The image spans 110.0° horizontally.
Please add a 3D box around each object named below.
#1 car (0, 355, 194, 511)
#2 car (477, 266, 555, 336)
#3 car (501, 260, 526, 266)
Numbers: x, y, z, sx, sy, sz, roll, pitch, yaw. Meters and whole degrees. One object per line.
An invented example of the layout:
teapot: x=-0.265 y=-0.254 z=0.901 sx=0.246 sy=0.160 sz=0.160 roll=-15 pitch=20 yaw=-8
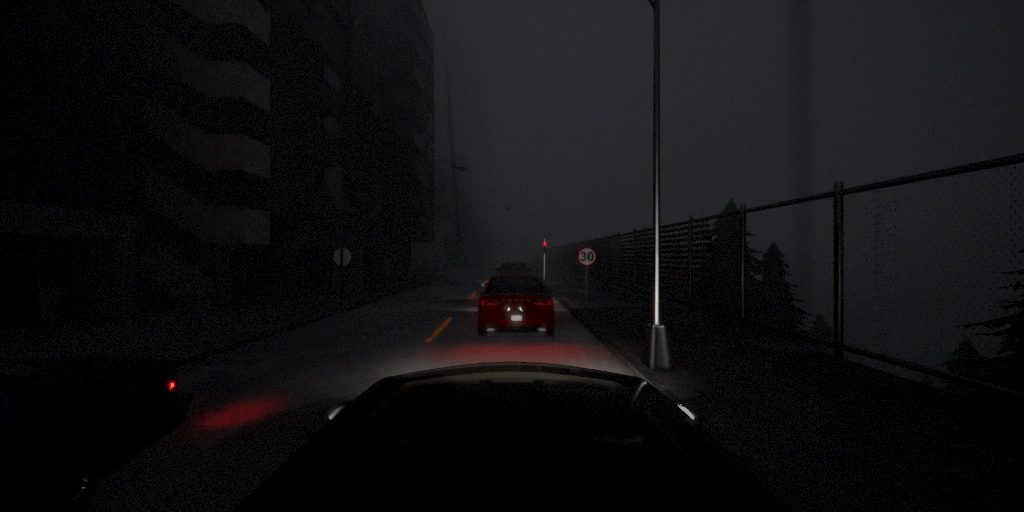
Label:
car: x=-4.099 y=1.297 z=1.137 sx=2.033 sy=1.411 sz=5.357 roll=0 pitch=0 yaw=0
car: x=0.092 y=1.225 z=10.436 sx=1.882 sy=1.535 sz=5.008 roll=0 pitch=0 yaw=0
car: x=0.086 y=1.096 z=20.805 sx=2.097 sy=1.767 sz=4.553 roll=0 pitch=0 yaw=0
